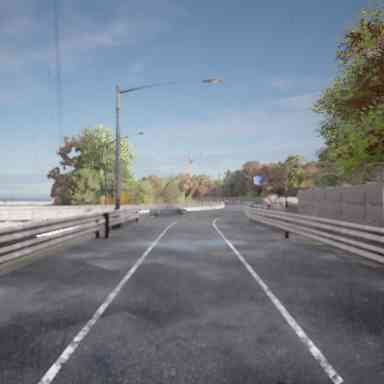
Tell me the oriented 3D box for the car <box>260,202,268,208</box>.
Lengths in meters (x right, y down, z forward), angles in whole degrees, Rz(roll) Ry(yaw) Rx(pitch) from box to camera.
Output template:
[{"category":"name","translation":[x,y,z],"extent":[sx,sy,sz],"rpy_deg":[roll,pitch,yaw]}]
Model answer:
[{"category":"car","translation":[19.378,3.383,89.054],"extent":[1.812,1.442,4.674],"rpy_deg":[0,-1,9]}]

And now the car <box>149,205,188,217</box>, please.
[{"category":"car","translation":[-2.789,2.271,40.172],"extent":[2.033,1.411,5.357],"rpy_deg":[-1,-2,38]}]

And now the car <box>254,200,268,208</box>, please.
[{"category":"car","translation":[14.611,2.678,71.569],"extent":[2.150,2.045,5.566],"rpy_deg":[0,-1,19]}]
